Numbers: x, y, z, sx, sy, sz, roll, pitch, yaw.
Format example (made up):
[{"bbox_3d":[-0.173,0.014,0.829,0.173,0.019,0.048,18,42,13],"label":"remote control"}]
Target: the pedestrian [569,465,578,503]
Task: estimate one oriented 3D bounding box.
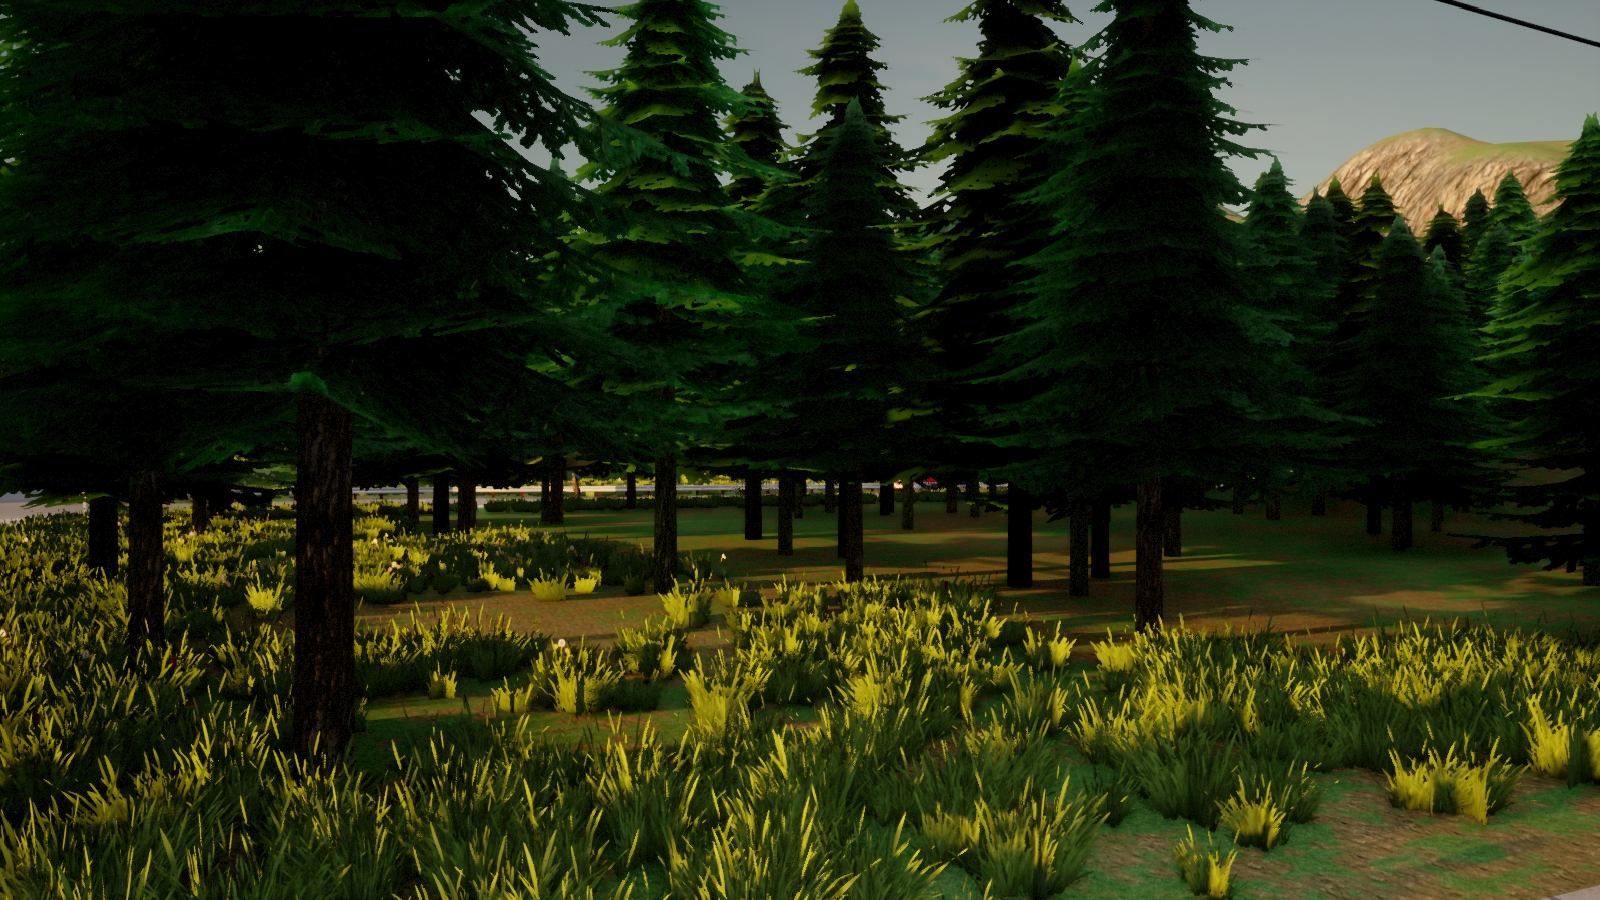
[{"bbox_3d":[-11.165,1.671,56.291,0.375,1.860,0.375,0,0,-27],"label":"pedestrian"}]
